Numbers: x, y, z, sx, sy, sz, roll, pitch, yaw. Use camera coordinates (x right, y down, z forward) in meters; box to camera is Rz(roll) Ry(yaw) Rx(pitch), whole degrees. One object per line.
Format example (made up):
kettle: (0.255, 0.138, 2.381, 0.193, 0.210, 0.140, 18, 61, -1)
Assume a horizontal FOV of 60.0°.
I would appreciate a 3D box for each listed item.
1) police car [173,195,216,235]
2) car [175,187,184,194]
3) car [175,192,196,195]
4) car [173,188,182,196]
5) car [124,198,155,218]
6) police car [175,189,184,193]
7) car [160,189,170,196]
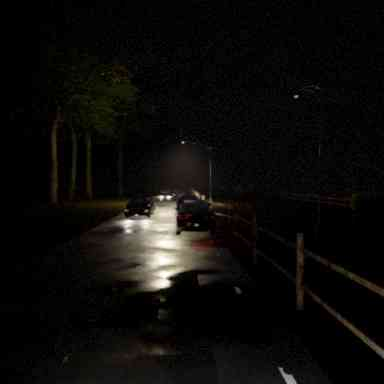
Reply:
police car: (0.108, 1.201, 17.336, 1.930, 1.638, 5.238, 0, 1, -2)
car: (-2.789, -0.266, 72.785, 1.994, 1.385, 4.181, 0, 2, -2)
car: (-0.262, 1.046, 27.219, 1.882, 1.535, 5.008, 0, 1, -2)
car: (-2.011, 0.459, 51.920, 2.033, 1.411, 5.357, 0, 2, -2)
car: (-3.868, 1.133, 25.260, 2.033, 1.411, 5.357, 0, 1, -2)
police car: (-0.490, 0.839, 33.324, 1.930, 1.638, 5.238, 0, 2, -2)
car: (-5.308, 0.068, 66.334, 1.895, 1.301, 4.718, 0, 2, -2)
